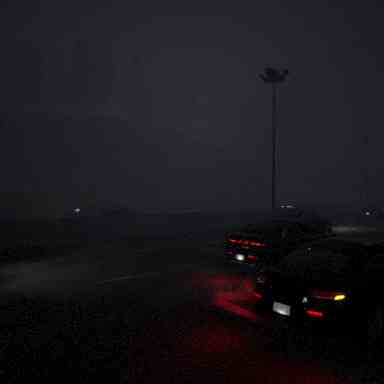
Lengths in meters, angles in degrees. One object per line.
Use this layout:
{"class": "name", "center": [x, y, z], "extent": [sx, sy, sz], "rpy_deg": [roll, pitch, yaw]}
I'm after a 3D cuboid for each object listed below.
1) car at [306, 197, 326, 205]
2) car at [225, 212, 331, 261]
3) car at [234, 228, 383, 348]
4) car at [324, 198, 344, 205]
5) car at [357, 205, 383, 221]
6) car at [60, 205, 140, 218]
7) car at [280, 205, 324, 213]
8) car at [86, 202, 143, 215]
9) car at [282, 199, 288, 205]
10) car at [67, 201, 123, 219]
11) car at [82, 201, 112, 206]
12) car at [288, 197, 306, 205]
{"class": "car", "center": [24.613, 1.978, 64.436], "extent": [2.150, 2.045, 5.566], "rpy_deg": [0, -1, 38]}
{"class": "car", "center": [3.189, 1.627, 10.999], "extent": [4.892, 1.490, 1.837], "rpy_deg": [1, 0, -41]}
{"class": "car", "center": [3.158, 1.605, 6.411], "extent": [4.674, 1.442, 1.812], "rpy_deg": [1, -1, -38]}
{"class": "car", "center": [26.325, 2.209, 60.960], "extent": [1.882, 1.535, 5.008], "rpy_deg": [0, -1, 38]}
{"class": "car", "center": [17.204, 1.967, 31.822], "extent": [1.994, 1.385, 4.181], "rpy_deg": [0, -1, 38]}
{"class": "car", "center": [-6.053, 1.762, 21.496], "extent": [4.718, 1.301, 1.895], "rpy_deg": [1, -1, -41]}
{"class": "car", "center": [6.114, 1.702, 18.571], "extent": [2.128, 1.511, 4.902], "rpy_deg": [0, -1, 44]}
{"class": "car", "center": [-5.891, 1.773, 26.507], "extent": [4.181, 1.385, 1.994], "rpy_deg": [1, -1, -44]}
{"class": "car", "center": [20.875, 2.291, 71.049], "extent": [1.837, 1.490, 4.892], "rpy_deg": [0, -1, 38]}
{"class": "car", "center": [-9.493, 1.736, 32.836], "extent": [2.128, 1.511, 4.902], "rpy_deg": [0, 0, 43]}
{"class": "car", "center": [-8.543, 1.566, 28.784], "extent": [4.553, 1.767, 2.097], "rpy_deg": [1, -1, -44]}
{"class": "car", "center": [21.837, 1.981, 66.566], "extent": [2.150, 2.045, 5.566], "rpy_deg": [0, -1, 38]}
